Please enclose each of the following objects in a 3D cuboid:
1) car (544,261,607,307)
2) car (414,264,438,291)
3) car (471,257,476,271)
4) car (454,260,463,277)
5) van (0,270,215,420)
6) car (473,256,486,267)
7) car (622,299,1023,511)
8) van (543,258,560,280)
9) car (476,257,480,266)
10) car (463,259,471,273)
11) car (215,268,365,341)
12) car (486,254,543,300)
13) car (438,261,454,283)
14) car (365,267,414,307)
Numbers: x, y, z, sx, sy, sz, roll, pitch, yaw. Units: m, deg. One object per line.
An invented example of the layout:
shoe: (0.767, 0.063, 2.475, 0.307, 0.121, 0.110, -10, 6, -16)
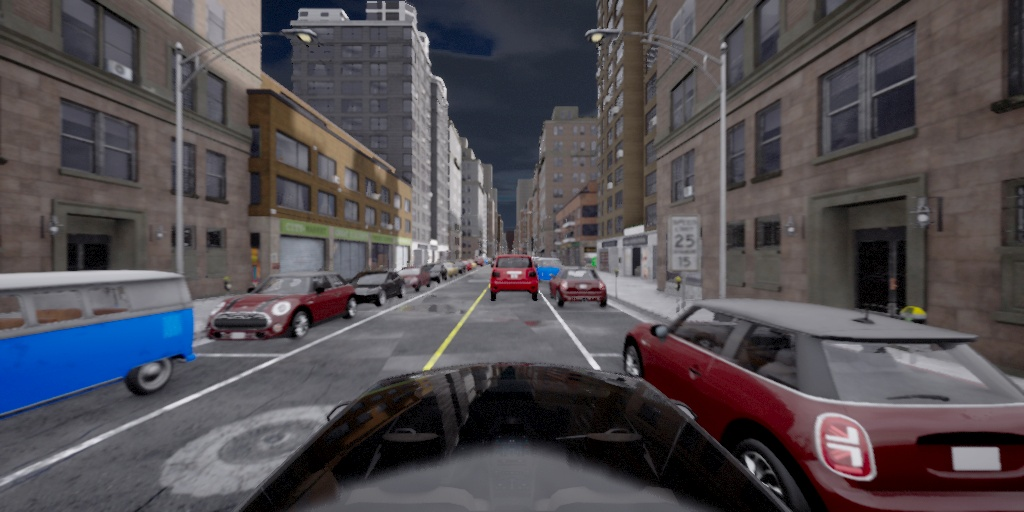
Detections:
car: (2.668, 1.157, 15.342, 1.967, 1.591, 4.097, 0, 0, 0)
car: (-5.858, 1.286, 21.007, 1.802, 1.307, 4.207, 0, 0, 0)
car: (-5.858, 1.188, 43.679, 1.888, 1.381, 4.507, 0, 0, 0)
car: (-5.858, 1.199, 32.173, 1.751, 1.417, 4.829, 0, 0, 0)
van: (-5.857, 1.086, 4.001, 1.690, 1.789, 3.998, 0, 0, 0)
car: (-5.859, 0.908, 60.685, 2.192, 1.841, 5.009, 0, 0, 0)
car: (2.669, 1.184, 4.004, 1.967, 1.591, 4.097, 0, 0, 0)
van: (2.668, 1.029, 26.681, 1.690, 1.789, 3.998, 0, 0, 0)
car: (-5.859, 1.152, 49.178, 1.751, 1.417, 4.829, 0, 0, 0)
car: (-5.858, 1.224, 38.011, 1.948, 1.339, 4.313, 0, 0, 0)
car: (-5.857, 1.171, 9.670, 1.967, 1.591, 4.097, 0, 0, 0)
car: (0.100, 0.934, 17.746, 2.150, 2.045, 5.566, 0, 0, 0)
car: (-5.858, 1.255, 26.675, 1.948, 1.339, 4.313, 0, 0, 0)
car: (-5.857, 1.283, 15.338, 1.948, 1.339, 4.313, 0, 0, 0)
